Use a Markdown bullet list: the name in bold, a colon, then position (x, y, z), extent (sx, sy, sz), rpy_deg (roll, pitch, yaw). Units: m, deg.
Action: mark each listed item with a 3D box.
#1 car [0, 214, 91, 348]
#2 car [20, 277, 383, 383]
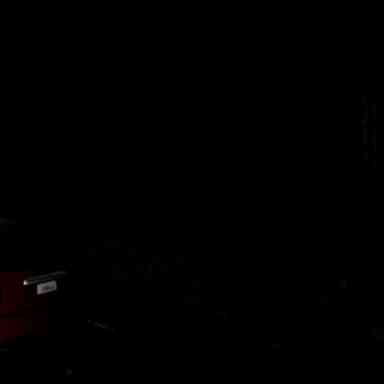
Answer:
- **car**: position (-3.818, 1.314, 5.691), extent (5.009, 1.841, 2.192), rpy_deg (0, 0, 36)
- **car**: position (0.743, 1.582, 2.437), extent (4.206, 1.307, 1.802), rpy_deg (0, 0, 36)
